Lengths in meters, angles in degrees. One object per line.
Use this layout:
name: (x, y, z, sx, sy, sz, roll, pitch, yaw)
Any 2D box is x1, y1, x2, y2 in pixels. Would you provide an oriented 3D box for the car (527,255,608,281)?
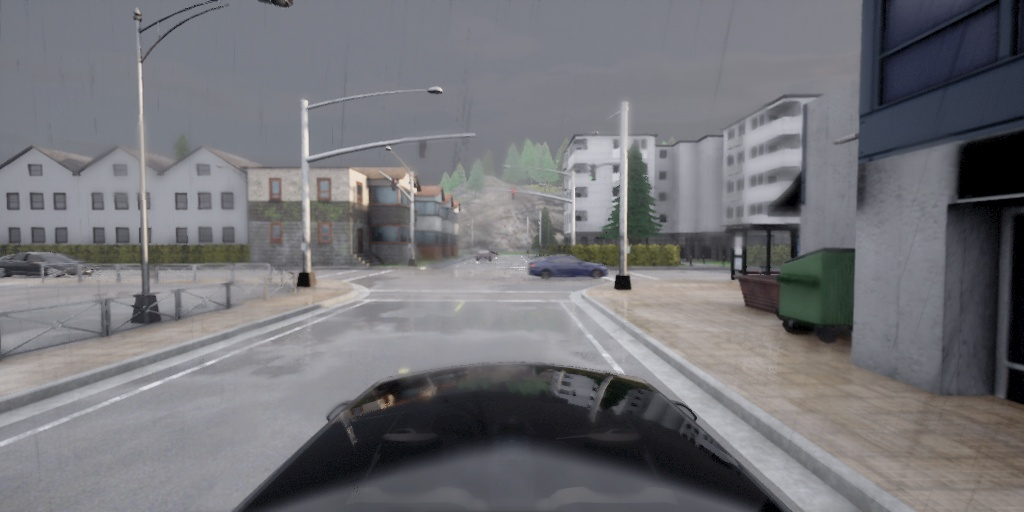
car: (3.192, 0.680, 20.887, 4.674, 1.442, 1.812, 0, 2, 0)

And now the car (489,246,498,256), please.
car: (-3.511, -0.955, 63.091, 2.097, 1.767, 4.553, 0, 2, 0)

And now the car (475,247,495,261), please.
car: (-3.587, -0.090, 46.642, 1.812, 1.442, 4.674, 0, 2, 0)

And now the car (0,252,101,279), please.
car: (-27.141, 0.556, 20.928, 4.892, 1.490, 1.837, 2, 2, 0)
